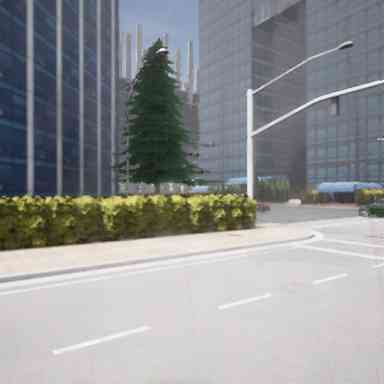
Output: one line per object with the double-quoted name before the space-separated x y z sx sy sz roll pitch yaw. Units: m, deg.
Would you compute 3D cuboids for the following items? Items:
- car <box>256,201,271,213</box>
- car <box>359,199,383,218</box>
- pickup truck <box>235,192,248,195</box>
"car" 5.906 1.488 35.618 2.033 1.411 5.357 0 0 -36
"car" 16.108 1.286 27.313 2.097 1.767 4.553 0 0 -23
"pickup truck" 9.948 0.954 64.405 2.390 2.098 6.274 0 0 -6
